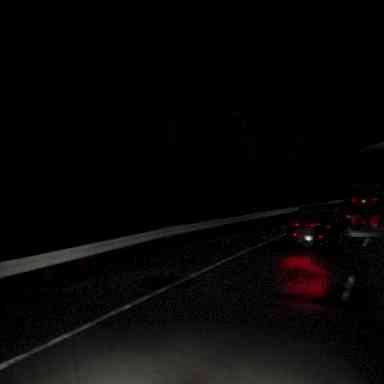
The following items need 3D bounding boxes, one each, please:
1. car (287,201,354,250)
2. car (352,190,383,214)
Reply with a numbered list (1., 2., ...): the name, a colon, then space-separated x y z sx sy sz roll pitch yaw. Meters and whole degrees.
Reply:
1. car: 5.301 1.320 13.673 1.837 1.490 4.892 1 1 31
2. car: 16.008 0.842 30.277 2.150 2.045 5.566 1 1 35
